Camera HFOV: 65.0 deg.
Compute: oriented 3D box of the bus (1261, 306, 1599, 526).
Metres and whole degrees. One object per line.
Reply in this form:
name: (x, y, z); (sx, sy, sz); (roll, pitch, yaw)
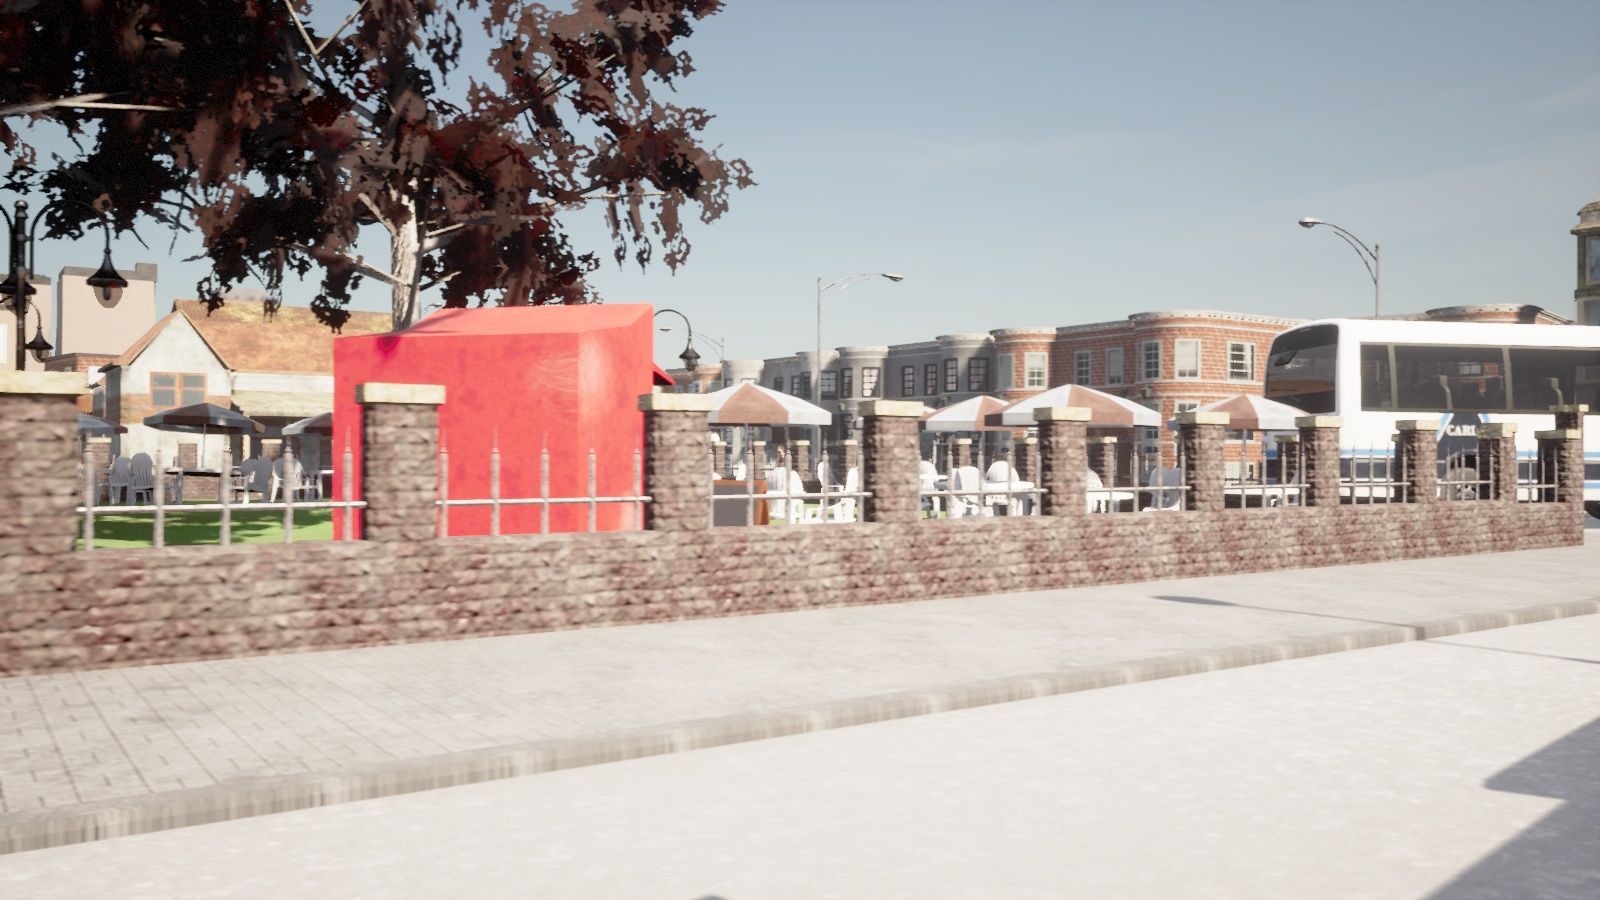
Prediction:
bus: (15.735, -0.594, 26.989); (10.273, 4.253, 3.944); (0, -1, -8)
